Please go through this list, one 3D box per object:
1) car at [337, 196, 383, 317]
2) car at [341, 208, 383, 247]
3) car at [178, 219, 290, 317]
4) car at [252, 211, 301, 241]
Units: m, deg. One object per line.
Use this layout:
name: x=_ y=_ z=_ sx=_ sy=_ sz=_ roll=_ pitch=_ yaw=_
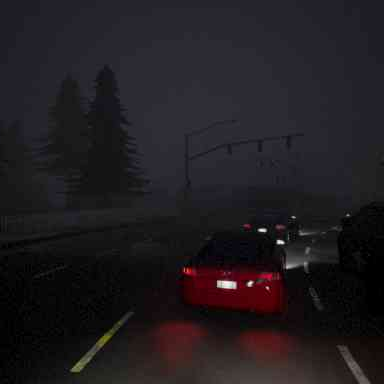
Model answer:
car: x=4.711 y=1.221 z=7.295 sx=2.150 sy=2.045 sz=5.566 roll=0 pitch=0 yaw=15
car: x=8.379 y=1.564 z=15.885 sx=1.994 sy=1.385 sz=4.181 roll=0 pitch=0 yaw=28
car: x=1.134 y=1.564 z=7.658 sx=1.994 sy=1.385 sz=4.181 roll=0 pitch=0 yaw=16
car: x=3.800 y=1.564 z=15.627 sx=1.994 sy=1.385 sz=4.181 roll=0 pitch=0 yaw=26
